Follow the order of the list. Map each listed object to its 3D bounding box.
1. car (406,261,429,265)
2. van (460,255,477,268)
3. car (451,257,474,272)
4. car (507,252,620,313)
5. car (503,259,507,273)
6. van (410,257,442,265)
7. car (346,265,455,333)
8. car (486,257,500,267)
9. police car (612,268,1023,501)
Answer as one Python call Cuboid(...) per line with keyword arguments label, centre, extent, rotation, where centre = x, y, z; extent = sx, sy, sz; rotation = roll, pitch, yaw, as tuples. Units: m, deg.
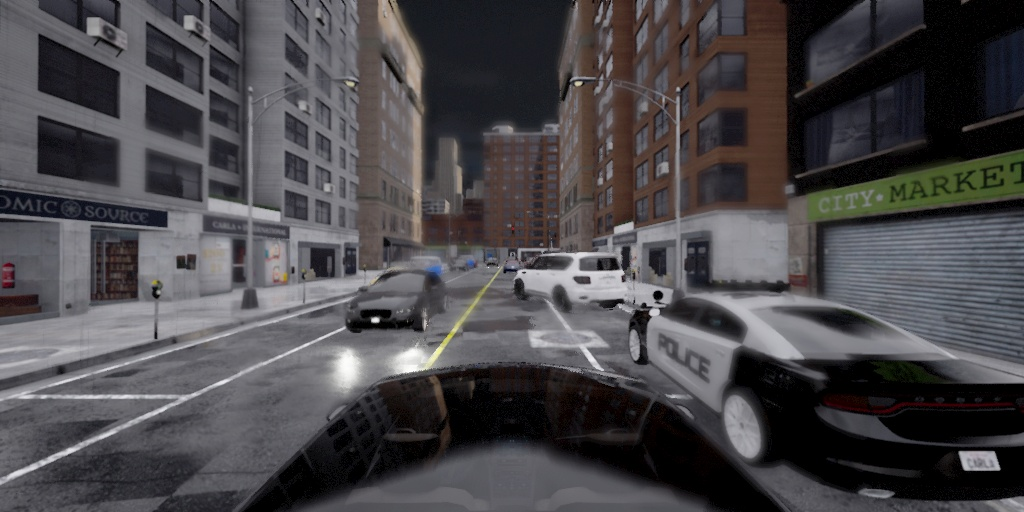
Cuboid(label="car", centre=(-5.848, 1.145, 18.522), extent=(1.751, 1.417, 4.829), rotation=(0, 0, 0))
Cuboid(label="van", centre=(-5.834, 0.796, 46.102), extent=(1.690, 1.789, 3.998), rotation=(0, 0, 0))
Cuboid(label="car", centre=(-5.837, 1.051, 40.620), extent=(1.948, 1.339, 4.313), rotation=(0, 0, 0))
Cuboid(label="car", centre=(1.973, 0.879, 13.850), extent=(2.150, 2.045, 5.566), rotation=(0, 1, -23))
Cuboid(label="car", centre=(0.109, 1.065, 37.907), extent=(1.994, 1.385, 4.181), rotation=(0, 0, 0))
Cuboid(label="van", centre=(-5.845, 0.924, 24.175), extent=(1.690, 1.789, 3.998), rotation=(0, 0, 0))
Cuboid(label="car", centre=(-3.095, 1.184, 10.554), extent=(1.837, 1.490, 4.892), rotation=(0, 0, 0))
Cuboid(label="car", centre=(-2.973, 0.941, 55.946), extent=(1.837, 1.490, 4.892), rotation=(0, 0, 0))
Cuboid(label="police car", centre=(3.136, 1.147, 4.989), extent=(1.930, 1.638, 5.238), rotation=(0, 0, 0))
